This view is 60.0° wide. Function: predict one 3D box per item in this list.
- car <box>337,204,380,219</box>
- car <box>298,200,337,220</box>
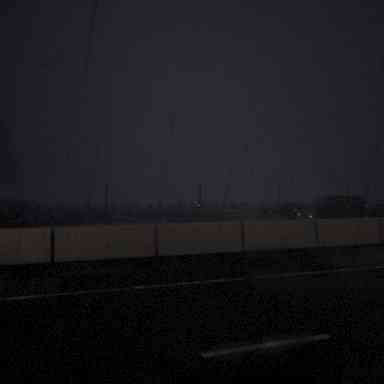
[{"bbox_3d":[12.267,1.545,21.319,4.902,1.511,2.128,1,0,-17],"label":"car"},{"bbox_3d":[10.234,1.262,24.348,5.566,2.045,2.150,1,0,-17],"label":"car"}]
